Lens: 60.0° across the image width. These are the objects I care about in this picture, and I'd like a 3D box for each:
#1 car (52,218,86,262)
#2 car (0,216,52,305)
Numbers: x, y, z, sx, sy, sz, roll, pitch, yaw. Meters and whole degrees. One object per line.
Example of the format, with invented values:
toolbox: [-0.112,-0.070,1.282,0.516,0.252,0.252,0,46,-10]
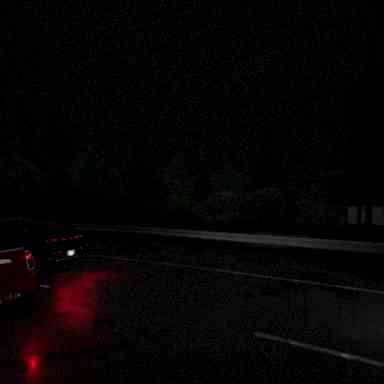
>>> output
car: [-5.744,1.582,11.063,4.892,1.490,1.837,-1,-1,28]
car: [-5.342,1.416,6.859,4.553,1.767,2.097,-1,0,30]
